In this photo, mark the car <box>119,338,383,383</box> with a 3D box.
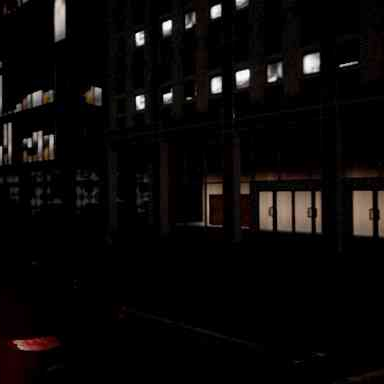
[{"bbox_3d":[1.909,1.558,1.513,4.313,1.339,1.947,-1,0,35],"label":"car"}]

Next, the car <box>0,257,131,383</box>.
[{"bbox_3d":[-2.692,1.628,4.792,4.206,1.307,1.802,-1,0,35],"label":"car"}]
